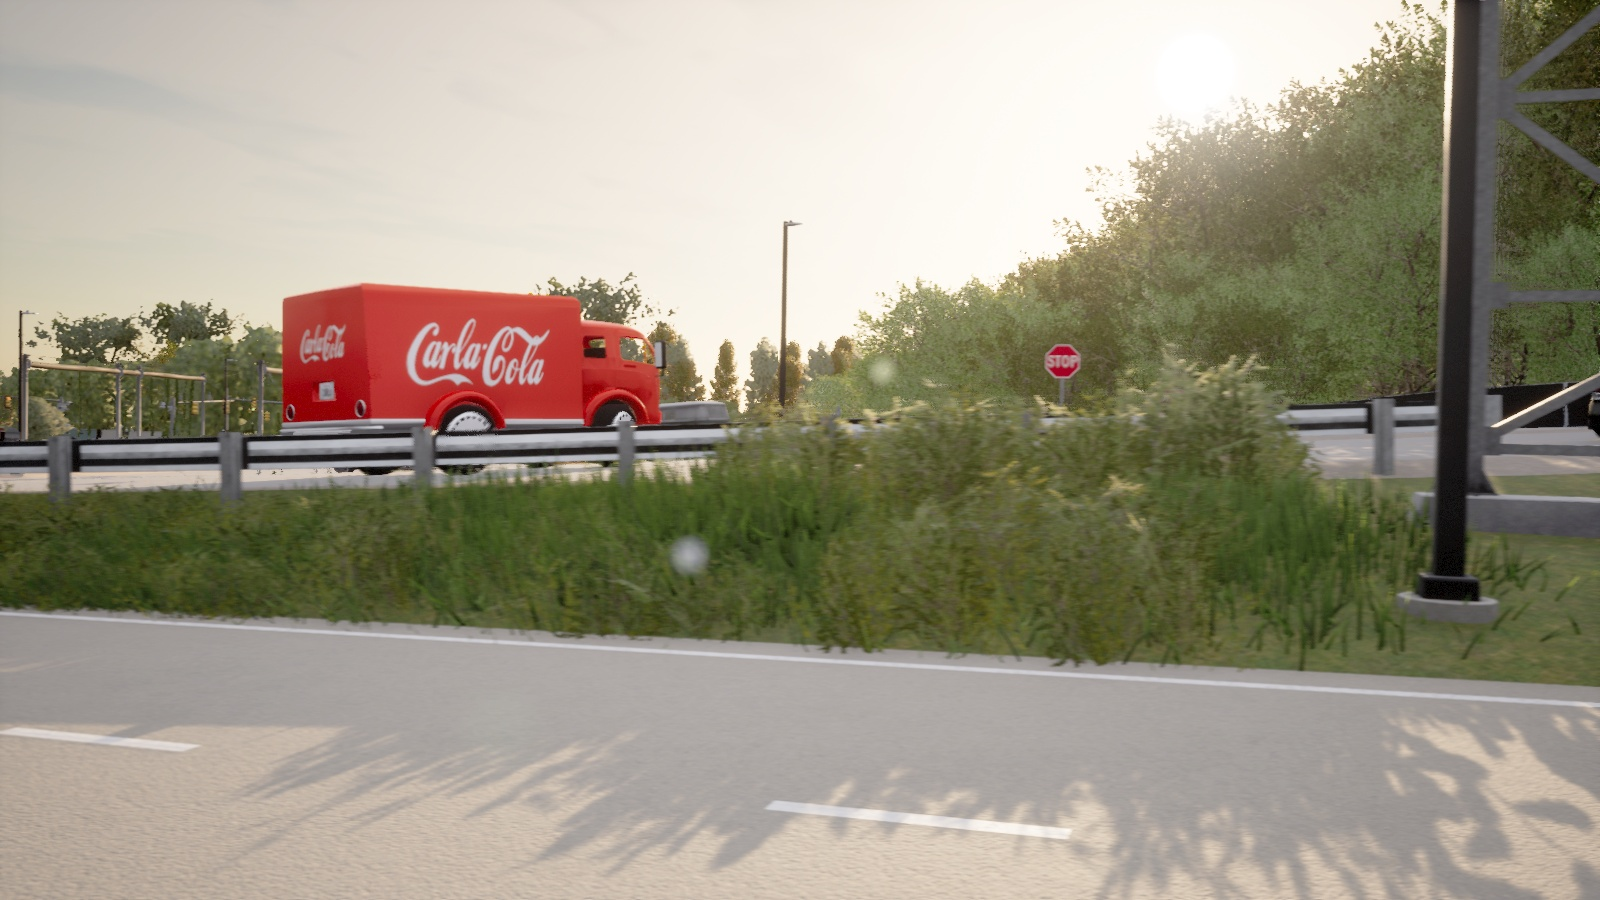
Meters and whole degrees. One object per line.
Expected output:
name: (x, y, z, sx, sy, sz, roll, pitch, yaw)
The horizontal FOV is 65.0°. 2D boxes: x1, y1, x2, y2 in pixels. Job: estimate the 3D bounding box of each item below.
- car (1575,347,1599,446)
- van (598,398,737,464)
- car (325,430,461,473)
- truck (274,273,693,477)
car: (13.856, -0.818, 18.605, 3.806, 1.475, 1.970, -1, 2, -15)
van: (-4.578, -0.634, 43.139, 4.442, 1.987, 1.775, -3, 0, 29)
car: (-15.271, 0.073, 47.157, 4.674, 1.442, 1.812, -2, 0, 19)
truck: (-4.353, -0.957, 17.998, 2.627, 2.467, 5.204, 0, 1, 41)
